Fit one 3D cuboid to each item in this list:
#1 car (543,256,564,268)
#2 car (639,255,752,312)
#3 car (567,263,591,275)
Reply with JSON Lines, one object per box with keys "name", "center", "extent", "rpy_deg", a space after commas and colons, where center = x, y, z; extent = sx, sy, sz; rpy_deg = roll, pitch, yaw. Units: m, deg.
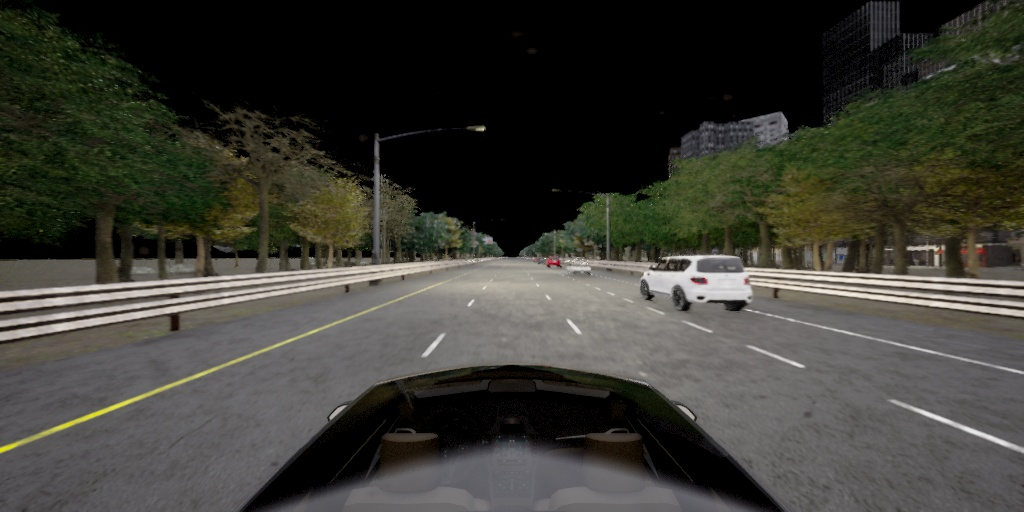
{"name": "car", "center": [7.142, 1.014, 62.347], "extent": [2.150, 2.045, 5.566], "rpy_deg": [0, 0, 0]}
{"name": "car", "center": [7.003, 0.984, 14.364], "extent": [2.150, 2.045, 5.566], "rpy_deg": [0, 0, 0]}
{"name": "car", "center": [7.055, 1.376, 38.337], "extent": [1.895, 1.301, 4.718], "rpy_deg": [0, 0, 0]}
